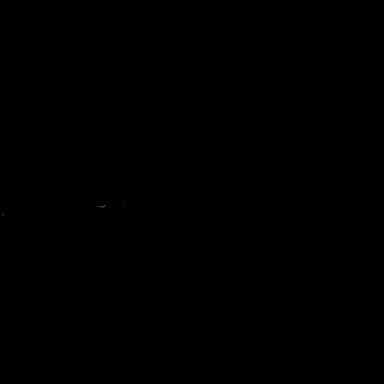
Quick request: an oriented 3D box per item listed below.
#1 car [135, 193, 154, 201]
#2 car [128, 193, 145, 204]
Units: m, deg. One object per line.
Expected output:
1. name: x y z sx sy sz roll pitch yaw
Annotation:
1. car: -9.787 1.029 68.692 2.128 1.511 4.902 0 0 15
2. car: -9.479 1.254 56.173 2.128 1.511 4.902 0 1 15
